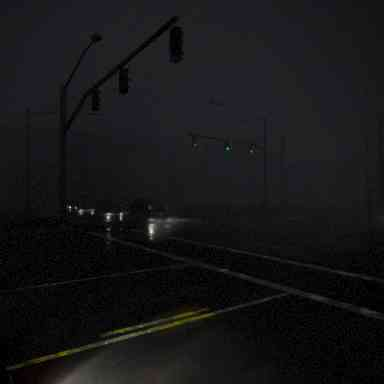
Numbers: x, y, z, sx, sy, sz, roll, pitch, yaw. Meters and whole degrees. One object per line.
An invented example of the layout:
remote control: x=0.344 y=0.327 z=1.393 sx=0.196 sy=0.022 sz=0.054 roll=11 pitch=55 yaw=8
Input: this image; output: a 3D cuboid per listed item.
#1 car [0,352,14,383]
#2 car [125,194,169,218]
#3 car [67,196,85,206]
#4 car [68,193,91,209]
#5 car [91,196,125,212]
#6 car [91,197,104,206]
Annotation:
car: x=-3.602 y=1.547 z=1.239 sx=5.357 sy=1.411 sz=2.033 roll=0 pitch=0 yaw=-35
car: x=-3.989 y=1.352 z=30.491 sx=2.097 sy=1.767 sz=4.553 roll=0 pitch=0 yaw=-36
car: x=-19.536 y=1.491 z=56.076 sx=2.128 sy=1.511 sz=4.902 roll=0 pitch=0 yaw=-10
car: x=-15.503 y=1.221 z=46.686 sx=2.150 sy=2.045 sz=5.566 roll=0 pitch=0 yaw=-33
car: x=-9.767 y=1.526 z=38.500 sx=1.812 sy=1.442 sz=4.674 roll=0 pitch=0 yaw=-36
car: x=-16.273 y=1.601 z=57.261 sx=1.895 sy=1.301 sz=4.718 roll=0 pitch=0 yaw=-12
